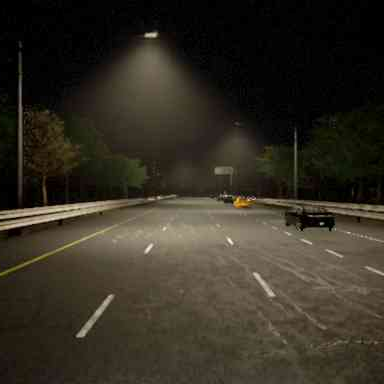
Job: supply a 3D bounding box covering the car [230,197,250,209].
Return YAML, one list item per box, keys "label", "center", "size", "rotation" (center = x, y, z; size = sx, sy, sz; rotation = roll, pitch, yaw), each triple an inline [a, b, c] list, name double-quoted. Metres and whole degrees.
- label: "car"
  center: [7.137, 1.610, 48.080]
  size: [1.882, 1.535, 5.008]
  rotation: [0, 0, 0]

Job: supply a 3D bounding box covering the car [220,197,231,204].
- label: "car"
  center: [7.257, 1.680, 66.660]
  size: [1.837, 1.490, 4.892]
  rotation: [0, 0, 0]

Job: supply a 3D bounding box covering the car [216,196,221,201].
- label: "car"
  center: [7.440, 1.826, 87.734]
  size: [1.895, 1.301, 4.718]
  rotation: [0, 0, 1]

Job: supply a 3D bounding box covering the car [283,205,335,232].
- label: "car"
  center: [7.027, 1.532, 20.418]
  size: [2.128, 1.511, 4.902]
  rotation: [0, 0, 0]
